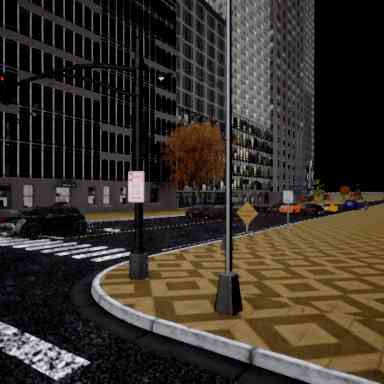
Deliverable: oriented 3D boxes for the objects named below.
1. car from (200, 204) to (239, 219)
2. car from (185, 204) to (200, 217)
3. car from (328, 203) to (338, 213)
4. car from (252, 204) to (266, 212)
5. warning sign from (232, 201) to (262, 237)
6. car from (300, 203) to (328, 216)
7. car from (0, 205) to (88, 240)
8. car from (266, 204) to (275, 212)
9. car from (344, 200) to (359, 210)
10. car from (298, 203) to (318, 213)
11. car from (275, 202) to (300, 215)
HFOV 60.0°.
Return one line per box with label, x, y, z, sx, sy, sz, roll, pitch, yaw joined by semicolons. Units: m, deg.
car;3.396;2.146;36.508;2.033;1.411;5.357;0;-1;33
car;1.269;2.162;39.205;2.033;1.411;5.357;0;-1;33
car;21.875;2.509;52.986;1.882;1.535;5.008;0;-1;33
car;10.953;2.583;54.041;1.895;1.301;4.718;0;-1;33
warning sign;3.095;1.453;18.576;1.300;1.860;1.060;1;1;33
car;16.275;2.352;44.221;1.837;1.490;4.892;0;-1;33
car;-8.163;1.569;18.586;2.097;1.767;4.553;0;-1;33
car;13.702;2.490;52.306;1.837;1.490;4.892;0;-1;33
car;31.475;2.535;65.773;2.150;2.045;5.566;0;-1;33
car;19.143;2.574;54.746;2.033;1.411;5.357;0;-1;33
car;13.738;2.202;46.277;2.097;1.767;4.553;0;-1;33
